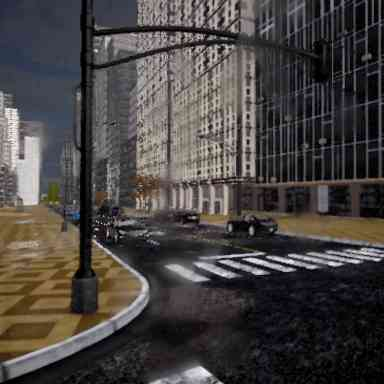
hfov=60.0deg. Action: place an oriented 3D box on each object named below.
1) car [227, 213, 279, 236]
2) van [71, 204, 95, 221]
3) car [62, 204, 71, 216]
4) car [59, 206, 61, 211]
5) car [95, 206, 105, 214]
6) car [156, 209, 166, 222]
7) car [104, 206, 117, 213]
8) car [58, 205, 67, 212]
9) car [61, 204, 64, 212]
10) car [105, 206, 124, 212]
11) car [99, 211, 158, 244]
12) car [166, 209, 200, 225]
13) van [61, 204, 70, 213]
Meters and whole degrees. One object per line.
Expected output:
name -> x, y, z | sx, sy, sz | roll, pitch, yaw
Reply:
car -> 3.928, 2.102, 22.181 | 2.008, 1.369, 4.403 | -1, -1, -24
van -> -12.909, 2.455, 39.298 | 1.690, 1.788, 3.998 | -1, -1, -24
car -> -19.793, 3.151, 54.691 | 2.008, 1.369, 4.403 | -1, -1, -24
car -> -24.385, 3.473, 64.957 | 1.887, 1.381, 4.507 | -1, -1, -24
car -> -15.627, 3.235, 59.574 | 1.837, 1.490, 4.892 | 1, -2, -24
car -> -2.959, 2.592, 37.580 | 1.947, 1.339, 4.313 | -1, -1, -24
car -> -16.734, 3.583, 68.376 | 1.802, 1.307, 4.206 | -1, -1, -24
car -> -31.271, 3.970, 80.354 | 1.887, 1.381, 4.507 | -1, -1, -24
car -> -22.020, 3.284, 59.670 | 1.752, 1.417, 4.829 | -1, -1, -24
car -> -11.432, 2.958, 50.207 | 1.812, 1.442, 4.674 | 1, -2, -24
car -> -3.722, 2.030, 18.761 | 2.008, 1.369, 4.403 | 0, -1, -24
car -> -0.663, 2.433, 32.447 | 1.947, 1.339, 4.313 | -1, -1, -24
van -> -26.684, 3.435, 70.094 | 1.690, 1.788, 3.998 | -1, -1, -24
